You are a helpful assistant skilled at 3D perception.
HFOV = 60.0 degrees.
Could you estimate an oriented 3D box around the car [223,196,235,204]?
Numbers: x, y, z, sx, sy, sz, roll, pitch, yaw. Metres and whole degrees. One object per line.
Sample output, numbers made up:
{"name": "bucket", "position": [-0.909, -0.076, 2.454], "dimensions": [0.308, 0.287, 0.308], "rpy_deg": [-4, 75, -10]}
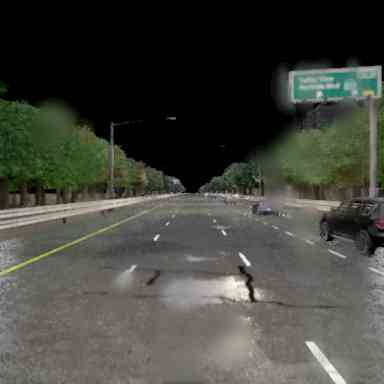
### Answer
{"name": "car", "position": [7.054, 1.533, 63.358], "dimensions": [2.033, 1.411, 5.357], "rpy_deg": [0, 0, 0]}

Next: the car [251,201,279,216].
{"name": "car", "position": [7.024, 1.559, 32.274], "dimensions": [1.994, 1.385, 4.181], "rpy_deg": [0, 0, 0]}

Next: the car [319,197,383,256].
{"name": "car", "position": [7.006, 1.220, 13.164], "dimensions": [2.150, 2.045, 5.566], "rpy_deg": [0, 0, 0]}
